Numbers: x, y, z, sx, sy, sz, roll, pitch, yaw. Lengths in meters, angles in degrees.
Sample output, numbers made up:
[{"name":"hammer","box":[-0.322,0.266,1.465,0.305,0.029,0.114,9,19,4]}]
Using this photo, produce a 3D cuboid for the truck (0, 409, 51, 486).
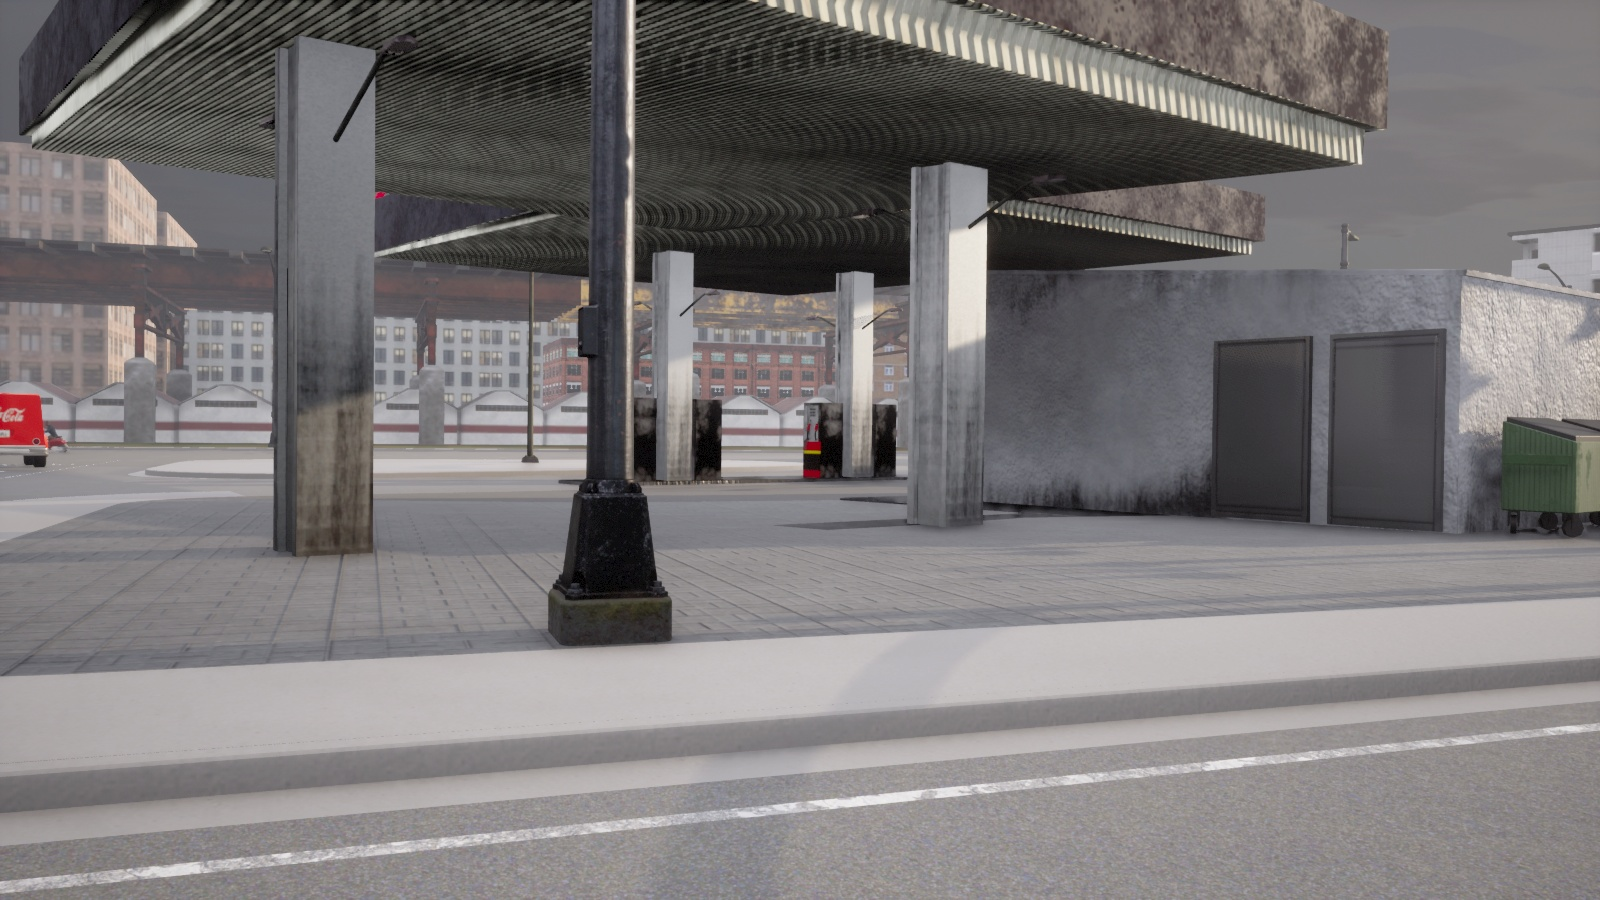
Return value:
[{"name":"truck","box":[-27.016,-0.091,42.454,2.627,2.467,5.204,-1,1,-34]}]

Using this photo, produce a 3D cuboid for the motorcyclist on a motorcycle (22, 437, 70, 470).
[{"name":"motorcyclist on a motorcycle","box":[-36.353,0.159,60.581,1.817,1.590,0.866,-1,1,-19]}]
